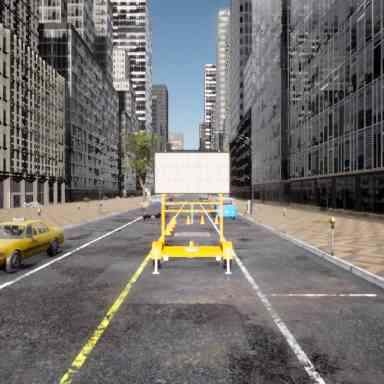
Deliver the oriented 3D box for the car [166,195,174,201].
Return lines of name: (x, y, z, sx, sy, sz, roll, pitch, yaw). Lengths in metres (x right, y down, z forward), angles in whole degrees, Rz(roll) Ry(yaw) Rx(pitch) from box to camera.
car: (-5.636, 1.541, 84.339, 1.752, 1.417, 4.829, 0, 0, 0)

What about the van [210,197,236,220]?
van: (2.706, 1.344, 27.822, 1.690, 1.788, 3.998, 0, 0, 0)

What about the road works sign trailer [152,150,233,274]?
road works sign trailer: (0.006, 0.465, 10.558, 2.380, 3.560, 2.880, 0, 0, 0)

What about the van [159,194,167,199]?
van: (-5.655, 1.350, 56.169, 1.690, 1.788, 3.998, 0, 0, 0)

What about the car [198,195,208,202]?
car: (2.737, 1.564, 73.166, 2.008, 1.369, 4.403, 0, 0, 0)

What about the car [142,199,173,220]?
car: (-2.982, 1.550, 28.209, 2.033, 1.411, 5.357, 0, 0, 0)

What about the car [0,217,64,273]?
car: (-5.686, 1.526, 10.656, 1.752, 1.417, 4.829, 0, 0, 0)

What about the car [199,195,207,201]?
car: (2.745, 1.561, 84.502, 1.887, 1.381, 4.507, 0, 0, 0)

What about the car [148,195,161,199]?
car: (-5.663, 1.531, 44.663, 1.752, 1.417, 4.829, 0, 0, 0)

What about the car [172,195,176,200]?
car: (-5.640, 1.329, 78.841, 2.192, 1.841, 5.009, 0, 0, 0)

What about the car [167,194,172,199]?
car: (-5.647, 1.562, 67.505, 2.008, 1.369, 4.403, 0, 0, 0)

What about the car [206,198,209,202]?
car: (2.710, 1.529, 33.660, 1.752, 1.417, 4.829, 0, 0, 0)
